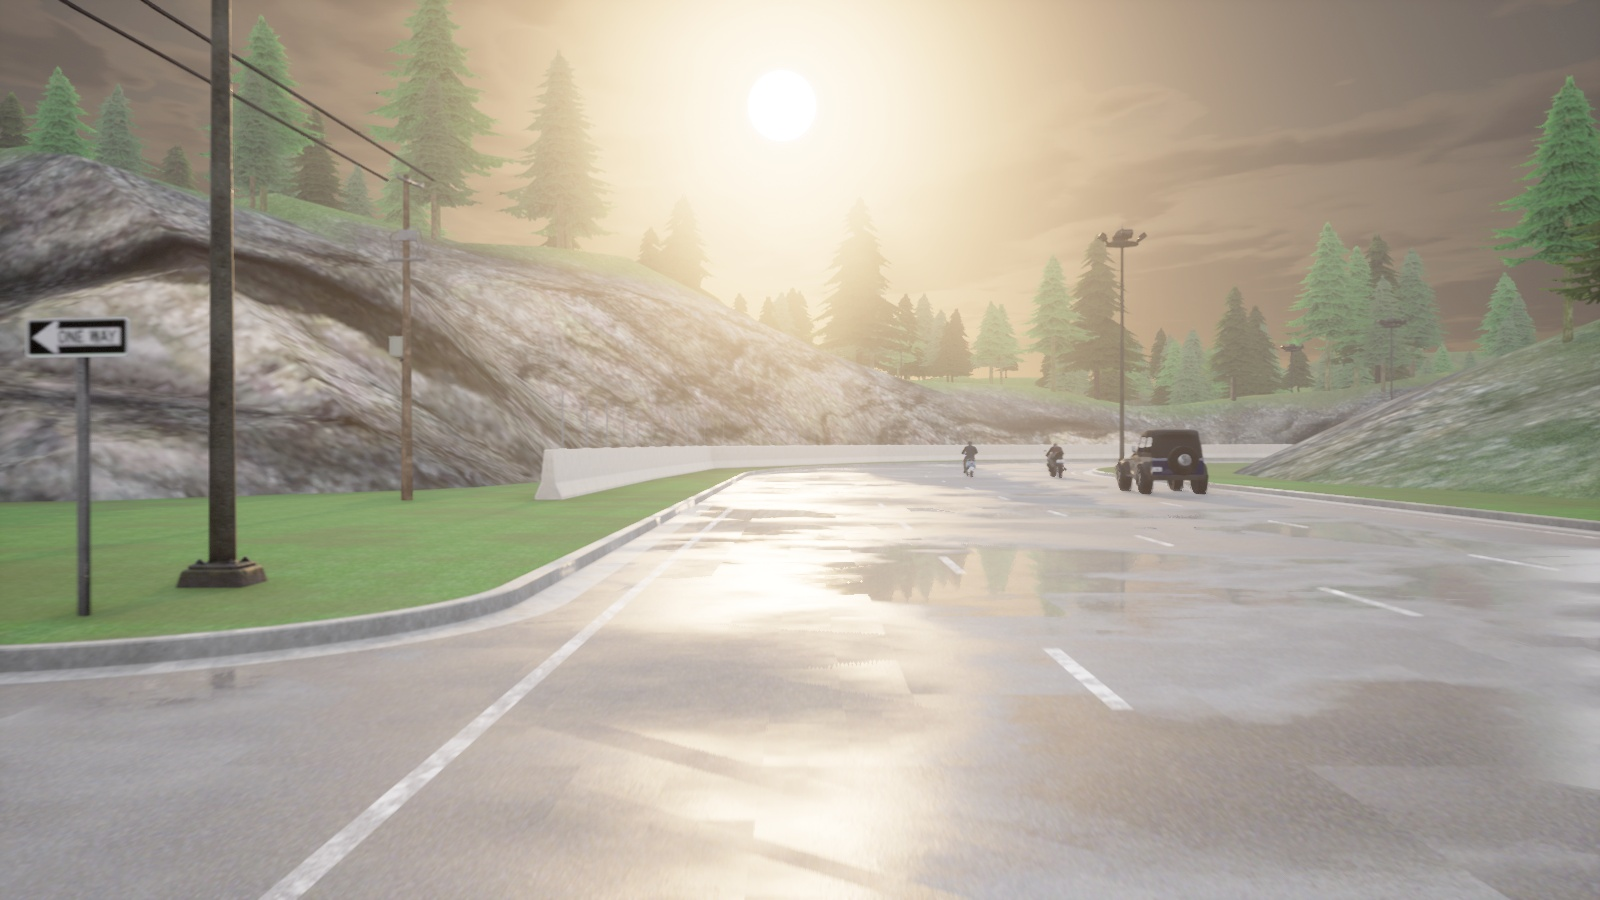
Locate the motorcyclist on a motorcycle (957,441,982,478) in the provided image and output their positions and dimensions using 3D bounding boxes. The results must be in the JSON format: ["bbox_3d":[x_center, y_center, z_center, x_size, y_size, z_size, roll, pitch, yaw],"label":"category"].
[{"bbox_3d":[7.362,0.398,54.604,0.866,1.590,1.817,1,0,2],"label":"motorcyclist on a motorcycle"}]

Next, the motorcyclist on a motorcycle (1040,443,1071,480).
[{"bbox_3d":[10.825,0.490,53.247,0.866,1.530,2.191,0,0,1],"label":"motorcyclist on a motorcycle"}]

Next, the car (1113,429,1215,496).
[{"bbox_3d":[10.728,0.341,37.277,1.905,1.878,3.866,0,0,0],"label":"car"}]
